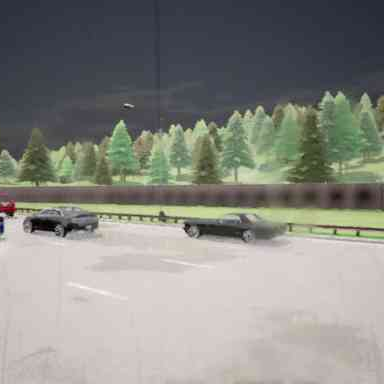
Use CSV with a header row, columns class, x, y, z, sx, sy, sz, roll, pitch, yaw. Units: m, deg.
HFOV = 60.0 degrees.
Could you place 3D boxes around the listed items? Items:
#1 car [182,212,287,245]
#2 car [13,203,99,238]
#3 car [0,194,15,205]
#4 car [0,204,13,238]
class,x,y,z,sx,sy,sz,roll,pitch,yaw
car,1.850,1.599,15.564,4.718,1.301,1.895,0,0,35
car,-6.989,1.486,17.568,4.902,1.511,2.128,0,0,35
car,-17.949,1.209,29.677,5.566,2.045,2.150,0,0,35
car,-11.022,1.471,16.145,5.008,1.535,1.882,0,0,35
